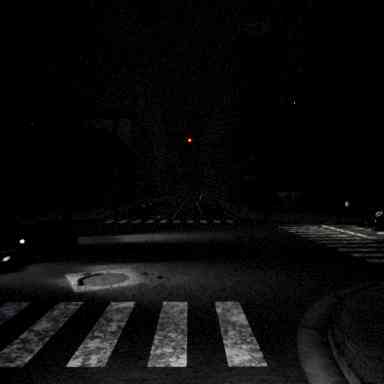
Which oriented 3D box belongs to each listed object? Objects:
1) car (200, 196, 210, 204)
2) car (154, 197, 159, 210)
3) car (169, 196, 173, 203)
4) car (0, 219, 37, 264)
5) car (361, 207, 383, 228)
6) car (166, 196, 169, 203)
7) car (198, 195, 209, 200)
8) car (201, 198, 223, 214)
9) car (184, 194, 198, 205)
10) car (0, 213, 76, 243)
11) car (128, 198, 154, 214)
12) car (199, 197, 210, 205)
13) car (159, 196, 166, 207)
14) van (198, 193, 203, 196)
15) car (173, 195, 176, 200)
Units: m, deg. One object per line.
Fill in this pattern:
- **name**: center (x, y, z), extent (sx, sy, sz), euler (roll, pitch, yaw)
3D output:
- **car**: center (2.352, 1.639, 47.112), extent (1.802, 1.307, 4.206), euler (0, 0, 0)
- **car**: center (-5.679, 1.487, 41.612), extent (1.967, 1.590, 4.097), euler (0, 0, 0)
- **car**: center (-5.645, 1.548, 69.165), extent (1.967, 1.590, 4.097), euler (0, 0, 0)
- **car**: center (-7.457, 1.614, 9.999), extent (4.718, 1.301, 1.895), euler (0, 0, 12)
- **car**: center (13.001, 1.303, 20.607), extent (4.553, 1.767, 2.097), euler (0, 0, 0)
- **car**: center (-5.658, 1.631, 58.143), extent (2.008, 1.369, 4.403), euler (0, 0, 0)
- **car**: center (2.359, 1.634, 52.623), extent (1.947, 1.339, 4.313), euler (0, 0, 0)
- **car**: center (2.338, 1.604, 36.090), extent (1.947, 1.339, 4.313), euler (0, 0, 0)
- **car**: center (-0.163, 1.597, 63.265), extent (1.837, 1.490, 4.892), euler (0, 0, 0)
- **car**: center (-7.750, 1.623, 15.031), extent (4.718, 1.301, 1.895), euler (0, 0, -17)
- **car**: center (-5.687, 1.478, 36.101), extent (1.967, 1.590, 4.097), euler (0, 0, 0)
- **car**: center (2.373, 1.644, 63.644), extent (2.008, 1.369, 4.403), euler (0, 0, 0)
- **car**: center (-5.665, 1.650, 52.633), extent (1.802, 1.307, 4.206), euler (0, 0, 0)
- **van**: center (2.366, 1.421, 58.134), extent (1.690, 1.788, 3.998), euler (0, 0, 0)
- **car**: center (-5.630, 1.690, 80.186), extent (2.008, 1.369, 4.403), euler (0, 0, 0)
